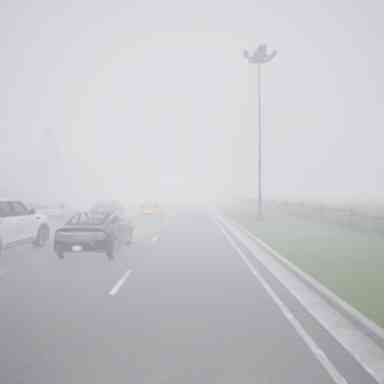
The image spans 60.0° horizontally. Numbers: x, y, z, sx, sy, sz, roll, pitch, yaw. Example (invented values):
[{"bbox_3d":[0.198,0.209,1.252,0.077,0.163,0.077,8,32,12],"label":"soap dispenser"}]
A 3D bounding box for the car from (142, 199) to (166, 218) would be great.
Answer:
[{"bbox_3d":[-3.401,1.370,29.198,1.882,1.535,5.008,0,0,0],"label":"car"}]

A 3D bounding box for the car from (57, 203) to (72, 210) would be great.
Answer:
[{"bbox_3d":[-10.403,1.506,26.046,1.895,1.301,4.718,0,0,0],"label":"car"}]

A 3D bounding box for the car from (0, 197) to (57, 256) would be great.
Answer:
[{"bbox_3d":[-6.905,1.181,11.323,2.150,2.045,5.566,0,0,0],"label":"car"}]

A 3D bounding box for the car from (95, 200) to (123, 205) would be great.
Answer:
[{"bbox_3d":[-6.902,1.390,27.638,2.128,1.511,4.902,0,0,0],"label":"car"}]

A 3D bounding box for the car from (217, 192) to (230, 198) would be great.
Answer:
[{"bbox_3d":[8.936,0.866,94.480,3.866,1.878,1.905,0,0,0],"label":"car"}]

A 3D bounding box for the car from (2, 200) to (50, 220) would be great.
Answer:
[{"bbox_3d":[-13.902,1.461,28.130,1.994,1.385,4.181,0,0,0],"label":"car"}]

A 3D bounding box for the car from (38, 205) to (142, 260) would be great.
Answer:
[{"bbox_3d":[-3.406,1.446,12.274,2.128,1.511,4.902,0,0,0],"label":"car"}]
